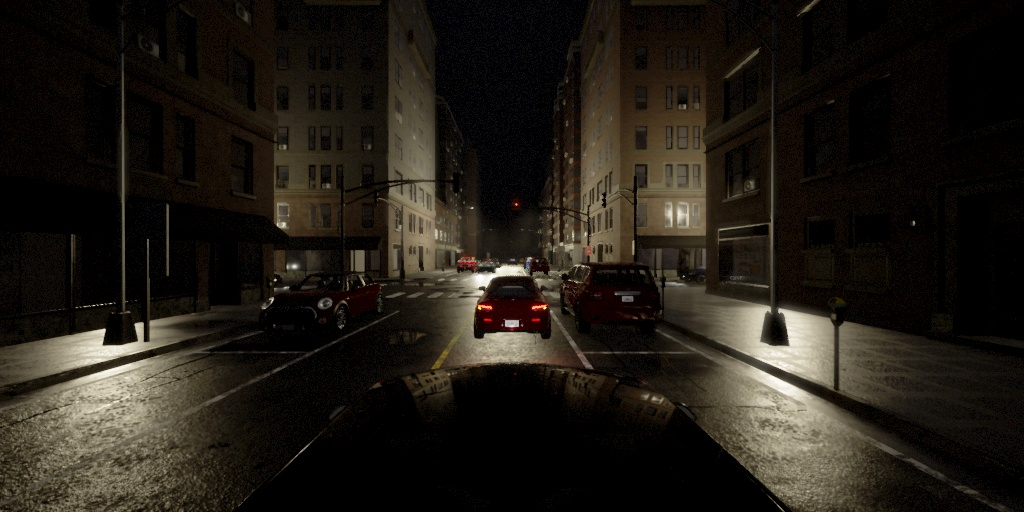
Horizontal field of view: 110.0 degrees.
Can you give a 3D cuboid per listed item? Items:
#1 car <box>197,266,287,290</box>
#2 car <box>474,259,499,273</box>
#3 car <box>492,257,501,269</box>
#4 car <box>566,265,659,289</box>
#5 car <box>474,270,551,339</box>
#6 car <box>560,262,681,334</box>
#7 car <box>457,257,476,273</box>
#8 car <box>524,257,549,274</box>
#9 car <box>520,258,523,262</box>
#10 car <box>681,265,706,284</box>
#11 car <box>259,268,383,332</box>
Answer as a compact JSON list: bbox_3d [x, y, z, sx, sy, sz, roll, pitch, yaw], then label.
[{"bbox_3d":[-17.076,1.361,22.846,4.181,1.385,1.994,0,0,0],"label":"car"},{"bbox_3d":[-2.777,1.348,40.308,1.895,1.301,4.718,0,0,0],"label":"car"},{"bbox_3d":[-2.738,1.292,57.094,2.033,1.411,5.357,0,0,0],"label":"car"},{"bbox_3d":[6.147,1.277,22.524,5.357,1.411,2.033,0,0,7],"label":"car"},{"bbox_3d":[0.022,1.275,9.947,1.812,1.442,4.674,0,0,1],"label":"car"},{"bbox_3d":[2.652,1.064,10.591,2.192,1.841,5.009,0,0,0],"label":"car"},{"bbox_3d":[-5.341,1.062,43.166,2.192,1.841,5.009,0,0,0],"label":"car"},{"bbox_3d":[2.767,1.062,37.647,2.192,1.841,5.009,0,0,0],"label":"car"},{"bbox_3d":[2.786,1.060,54.159,2.192,1.841,5.009,0,0,0],"label":"car"},{"bbox_3d":[14.290,1.270,25.666,4.181,1.385,1.994,0,0,0],"label":"car"},{"bbox_3d":[-5.373,1.189,10.606,1.967,1.591,4.097,0,0,0],"label":"car"}]
